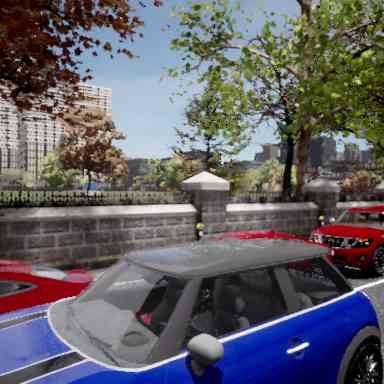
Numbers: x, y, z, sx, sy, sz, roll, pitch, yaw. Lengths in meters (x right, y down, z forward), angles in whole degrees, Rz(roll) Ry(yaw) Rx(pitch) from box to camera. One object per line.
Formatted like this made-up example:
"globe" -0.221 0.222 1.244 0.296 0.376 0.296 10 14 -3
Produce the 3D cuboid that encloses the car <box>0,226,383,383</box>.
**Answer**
"car" -0.129 1.366 3.274 4.553 1.767 2.097 0 0 -36

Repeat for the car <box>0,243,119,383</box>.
"car" -3.270 1.585 4.213 4.206 1.307 1.802 0 0 -36

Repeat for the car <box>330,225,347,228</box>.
"car" 1.309 1.585 7.490 4.507 1.381 1.887 0 0 -36

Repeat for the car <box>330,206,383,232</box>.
"car" 5.891 1.392 10.768 5.009 1.841 2.192 0 0 -36
